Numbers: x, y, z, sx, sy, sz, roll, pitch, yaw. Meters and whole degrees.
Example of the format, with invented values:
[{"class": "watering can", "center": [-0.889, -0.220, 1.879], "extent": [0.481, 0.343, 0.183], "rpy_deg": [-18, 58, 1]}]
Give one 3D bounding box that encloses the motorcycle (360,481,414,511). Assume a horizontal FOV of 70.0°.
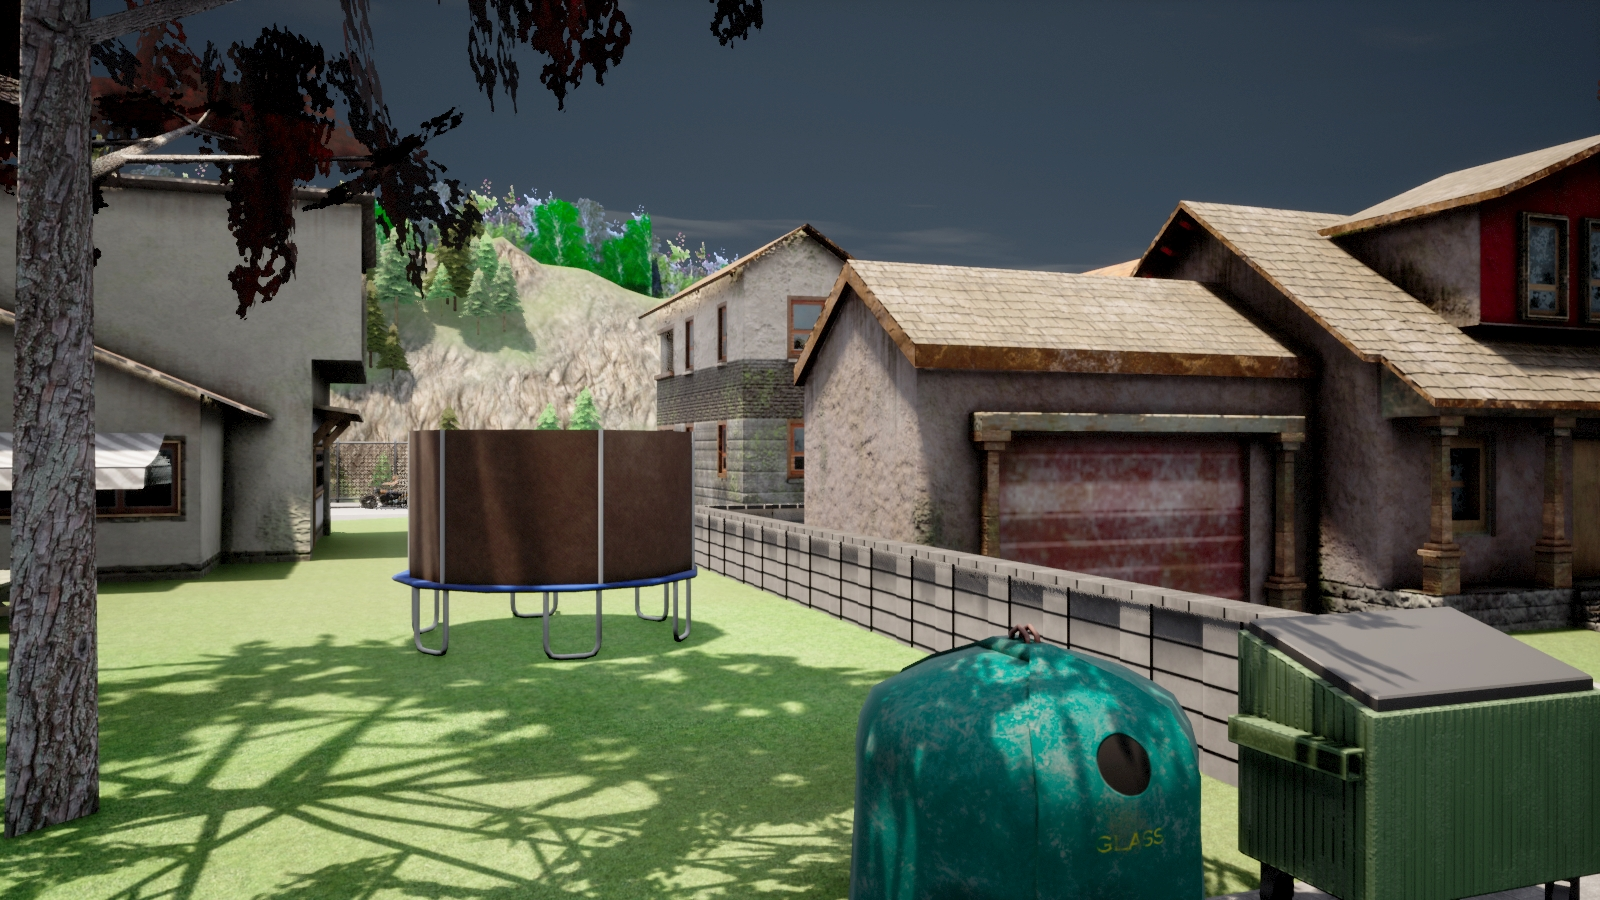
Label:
[{"class": "motorcycle", "center": [-19.400, 2.155, 53.728], "extent": [2.356, 1.307, 0.764], "rpy_deg": [0, 0, -20]}]
